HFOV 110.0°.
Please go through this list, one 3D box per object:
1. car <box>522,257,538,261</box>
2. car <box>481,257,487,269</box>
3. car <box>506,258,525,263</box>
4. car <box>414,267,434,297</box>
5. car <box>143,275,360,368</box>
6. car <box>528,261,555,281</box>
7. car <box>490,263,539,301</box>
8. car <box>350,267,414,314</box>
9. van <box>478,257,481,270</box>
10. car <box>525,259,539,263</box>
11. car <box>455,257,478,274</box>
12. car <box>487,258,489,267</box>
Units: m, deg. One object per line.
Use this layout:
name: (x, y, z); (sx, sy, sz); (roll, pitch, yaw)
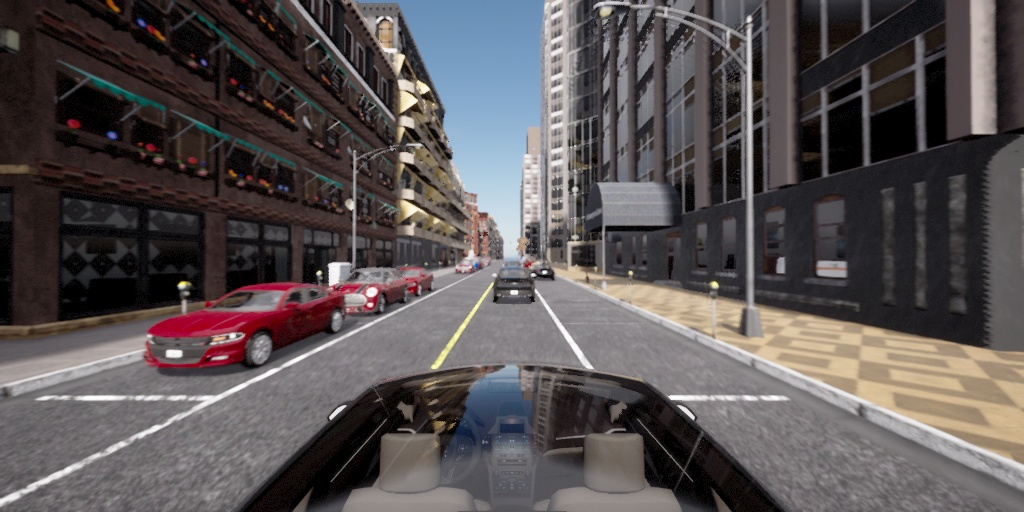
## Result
car: (2.542, 1.060, 46.649); (2.192, 1.841, 5.009); (0, 0, 0)
car: (-5.341, 1.062, 52.173); (2.192, 1.841, 5.009); (0, 0, 0)
car: (0.081, 1.244, 35.622); (1.837, 1.490, 4.892); (0, 0, 0)
car: (-5.324, 1.283, 18.959); (1.888, 1.381, 4.507); (0, 0, 0)
car: (-5.318, 1.289, 7.886); (1.888, 1.381, 4.507); (0, 0, 0)
car: (2.551, 1.304, 30.041); (1.948, 1.339, 4.313); (0, 0, 0)
car: (0.092, 1.244, 17.122); (1.837, 1.490, 4.892); (0, 0, 0)
car: (-5.321, 1.180, 13.422); (1.967, 1.591, 4.097); (0, 0, 0)
van: (-5.338, 1.085, 46.637); (1.690, 1.789, 3.998); (0, 0, 0)
car: (2.548, 1.265, 35.747); (1.751, 1.417, 4.829); (0, 0, 0)
car: (-5.335, 1.181, 41.101); (1.967, 1.591, 4.097); (0, 0, 0)
car: (-5.344, 1.302, 57.710); (2.007, 1.370, 4.403); (0, 0, 0)
